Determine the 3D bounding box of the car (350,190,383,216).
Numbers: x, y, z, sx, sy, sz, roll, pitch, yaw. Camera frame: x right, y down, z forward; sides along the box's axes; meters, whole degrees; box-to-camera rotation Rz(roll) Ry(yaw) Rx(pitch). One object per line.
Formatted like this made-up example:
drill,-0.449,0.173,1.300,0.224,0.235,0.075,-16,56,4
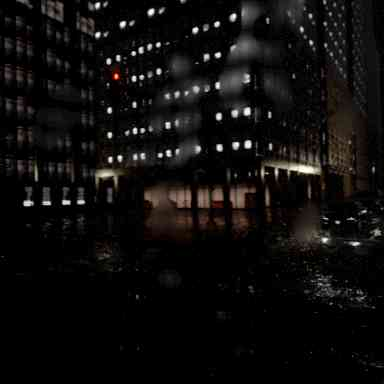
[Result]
car,14.709,0.839,27.805,2.150,2.045,5.566,-2,0,34

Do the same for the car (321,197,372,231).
car,8.868,1.285,19.176,1.837,1.490,4.892,-2,0,34
